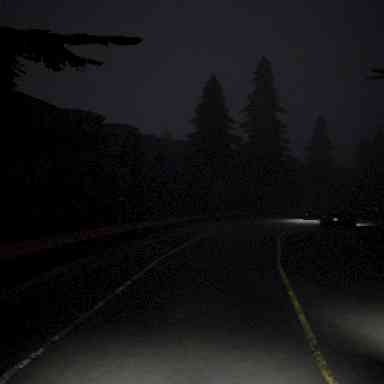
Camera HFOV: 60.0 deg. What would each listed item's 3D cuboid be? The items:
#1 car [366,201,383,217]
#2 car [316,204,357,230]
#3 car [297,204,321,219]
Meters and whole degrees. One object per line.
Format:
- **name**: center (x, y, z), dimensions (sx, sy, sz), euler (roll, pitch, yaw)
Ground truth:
- **car**: center (20.169, 1.748, 35.038), dimensions (4.553, 1.767, 2.097), euler (1, 0, -42)
- **car**: center (10.305, 1.768, 23.319), dimensions (1.994, 1.385, 4.181), euler (1, 0, 30)
- **car**: center (11.288, 1.789, 30.664), dimensions (1.994, 1.385, 4.181), euler (1, 0, 39)
